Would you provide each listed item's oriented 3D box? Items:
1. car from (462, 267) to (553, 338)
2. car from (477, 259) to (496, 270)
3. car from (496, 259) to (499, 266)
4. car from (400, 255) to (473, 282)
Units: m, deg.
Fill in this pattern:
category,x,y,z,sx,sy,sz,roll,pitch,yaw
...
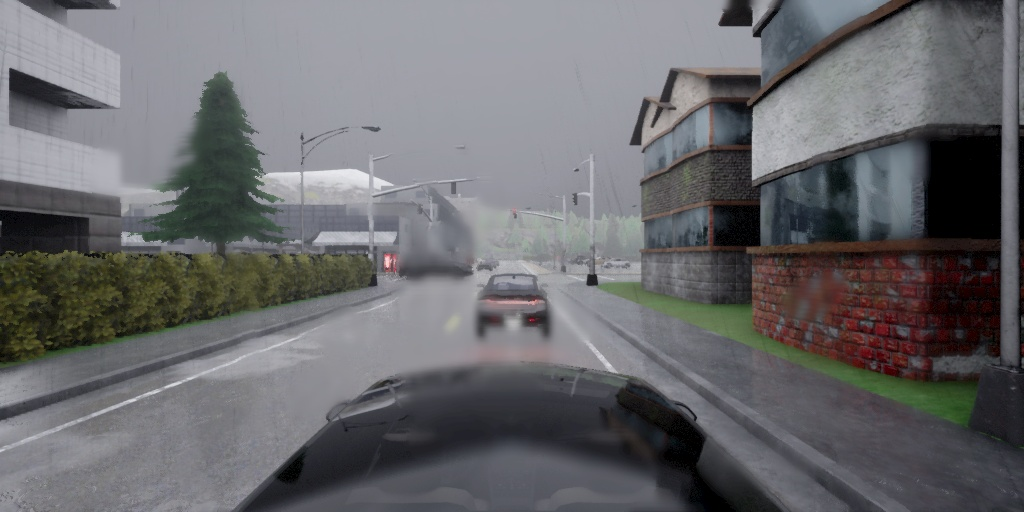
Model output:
category,x,y,z,sx,sy,sz,roll,pitch,yaw
car,0.056,1.242,10.165,2.128,1.511,4.902,0,0,0
car,-3.590,1.351,48.251,1.895,1.301,4.718,0,0,0
car,-3.578,1.314,58.278,1.994,1.385,4.181,0,0,0
car,-5.784,0.915,27.671,5.566,2.045,2.150,0,0,0
